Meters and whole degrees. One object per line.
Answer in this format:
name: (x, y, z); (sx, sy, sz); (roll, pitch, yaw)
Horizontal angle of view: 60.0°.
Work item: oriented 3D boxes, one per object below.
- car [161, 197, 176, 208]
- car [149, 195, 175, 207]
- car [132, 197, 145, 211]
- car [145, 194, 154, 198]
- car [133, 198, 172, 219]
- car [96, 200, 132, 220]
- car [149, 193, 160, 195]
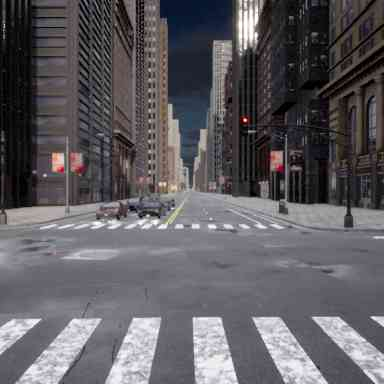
car: (-3.455, 1.510, 49.774); (2.033, 1.411, 5.357); (0, 0, 0)
car: (-3.426, 1.466, 39.222); (2.128, 1.511, 4.902); (0, 0, 0)
car: (-6.675, 1.577, 37.155); (1.895, 1.301, 4.718); (0, 0, 0)
car: (-6.696, 1.470, 47.395); (1.837, 1.490, 4.892); (0, 0, 0)
car: (-3.383, 1.531, 29.483); (2.033, 1.411, 5.357); (0, 0, 4)
car: (-6.655, 1.510, 28.047); (1.812, 1.442, 4.674); (0, 0, 0)
car: (-6.680, 1.170, 57.844); (2.150, 2.045, 5.566); (0, 0, 1)
